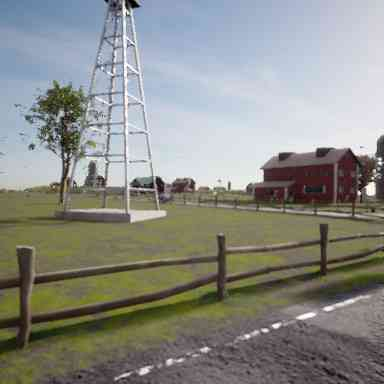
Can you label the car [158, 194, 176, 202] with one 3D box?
[{"bbox_3d":[-4.841,1.106,62.791,1.812,1.442,4.674,2,-1,-35],"label":"car"}]
